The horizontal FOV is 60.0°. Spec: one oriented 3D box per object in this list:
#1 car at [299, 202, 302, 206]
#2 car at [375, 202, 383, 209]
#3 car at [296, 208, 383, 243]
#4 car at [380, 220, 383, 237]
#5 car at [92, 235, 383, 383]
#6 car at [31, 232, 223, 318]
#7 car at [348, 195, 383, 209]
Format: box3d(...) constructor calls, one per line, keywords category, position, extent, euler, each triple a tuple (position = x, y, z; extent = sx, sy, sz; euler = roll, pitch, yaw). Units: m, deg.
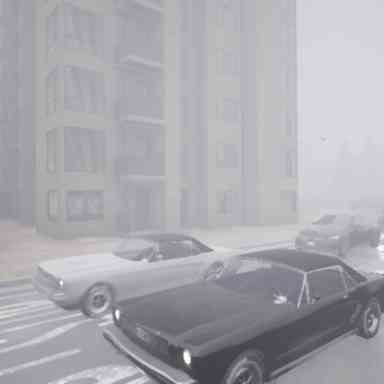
box3d(category="car", position=(15.961, 1.961, 56.024), extent=(1.895, 1.301, 4.718), euler=(0, -1, -35))
box3d(category="car", position=(12.868, 1.598, 21.086), extent=(1.837, 1.490, 4.892), euler=(-1, -1, 30))
box3d(category="car", position=(6.056, 1.601, 13.508), extent=(4.674, 1.442, 1.812), euler=(0, -1, -41))
box3d(category="car", position=(7.936, 1.603, 10.595), extent=(4.181, 1.385, 1.994), euler=(0, -1, -41))
box3d(category="car", position=(1.178, 1.638, 5.006), extent=(4.718, 1.301, 1.895), euler=(0, -1, -39))
box3d(category="car", position=(-1.040, 1.675, 7.705), extent=(4.718, 1.301, 1.895), euler=(0, -1, -38))
box3d(category="car", position=(22.712, 1.430, 42.758), extent=(2.150, 2.045, 5.566), euler=(0, 0, -15))
